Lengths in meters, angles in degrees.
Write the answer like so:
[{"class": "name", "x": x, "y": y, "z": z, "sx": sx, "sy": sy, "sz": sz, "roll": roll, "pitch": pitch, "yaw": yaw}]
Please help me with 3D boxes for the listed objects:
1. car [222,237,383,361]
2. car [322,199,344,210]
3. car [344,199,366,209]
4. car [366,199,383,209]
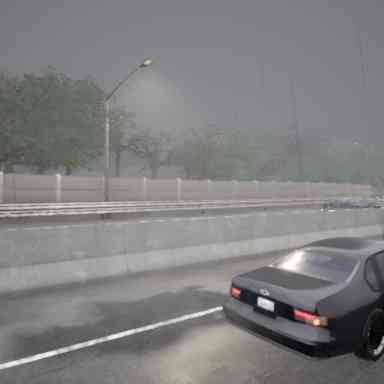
[{"class": "car", "x": 3.029, "y": 1.540, "z": 5.899, "sx": 5.357, "sy": 1.411, "sz": 2.033, "roll": 0, "pitch": 0, "yaw": -35}, {"class": "car", "x": 18.359, "y": 1.563, "z": 41.782, "sx": 4.718, "sy": 1.301, "sz": 1.895, "roll": 0, "pitch": 0, "yaw": -38}, {"class": "car", "x": 21.156, "y": 1.509, "z": 40.344, "sx": 5.357, "sy": 1.411, "sz": 2.033, "roll": 0, "pitch": 0, "yaw": -35}, {"class": "car", "x": 21.849, "y": 1.510, "z": 36.561, "sx": 5.357, "sy": 1.411, "sz": 2.033, "roll": 0, "pitch": 0, "yaw": -35}]
